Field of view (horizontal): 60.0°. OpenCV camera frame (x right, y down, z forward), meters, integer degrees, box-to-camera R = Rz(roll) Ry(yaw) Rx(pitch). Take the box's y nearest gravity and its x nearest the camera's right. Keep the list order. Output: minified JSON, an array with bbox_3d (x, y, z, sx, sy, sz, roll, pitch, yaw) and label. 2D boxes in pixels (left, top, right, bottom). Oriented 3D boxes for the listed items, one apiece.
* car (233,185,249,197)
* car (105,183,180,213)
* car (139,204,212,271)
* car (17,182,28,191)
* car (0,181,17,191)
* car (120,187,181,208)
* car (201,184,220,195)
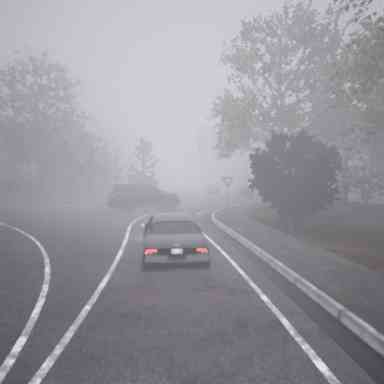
[{"bbox_3d":[6.383,-0.184,42.266,2.033,1.411,5.357,0,3,1],"label":"car"},{"bbox_3d":[-3.640,0.367,24.866,5.566,2.045,2.150,-2,4,-29],"label":"car"},{"bbox_3d":[-0.619,1.354,10.282,2.033,1.411,5.357,0,2,-6],"label":"car"},{"bbox_3d":[-30.781,-0.969,57.129,2.128,1.511,4.902,3,3,42],"label":"car"},{"bbox_3d":[-30.515,-0.892,51.872,2.097,1.767,4.553,2,3,33],"label":"car"},{"bbox_3d":[-3.525,0.424,28.894,5.008,1.535,1.882,-2,4,-38],"label":"car"},{"bbox_3d":[2.598,-0.397,46.785,1.994,1.385,4.181,0,3,-9],"label":"car"}]
